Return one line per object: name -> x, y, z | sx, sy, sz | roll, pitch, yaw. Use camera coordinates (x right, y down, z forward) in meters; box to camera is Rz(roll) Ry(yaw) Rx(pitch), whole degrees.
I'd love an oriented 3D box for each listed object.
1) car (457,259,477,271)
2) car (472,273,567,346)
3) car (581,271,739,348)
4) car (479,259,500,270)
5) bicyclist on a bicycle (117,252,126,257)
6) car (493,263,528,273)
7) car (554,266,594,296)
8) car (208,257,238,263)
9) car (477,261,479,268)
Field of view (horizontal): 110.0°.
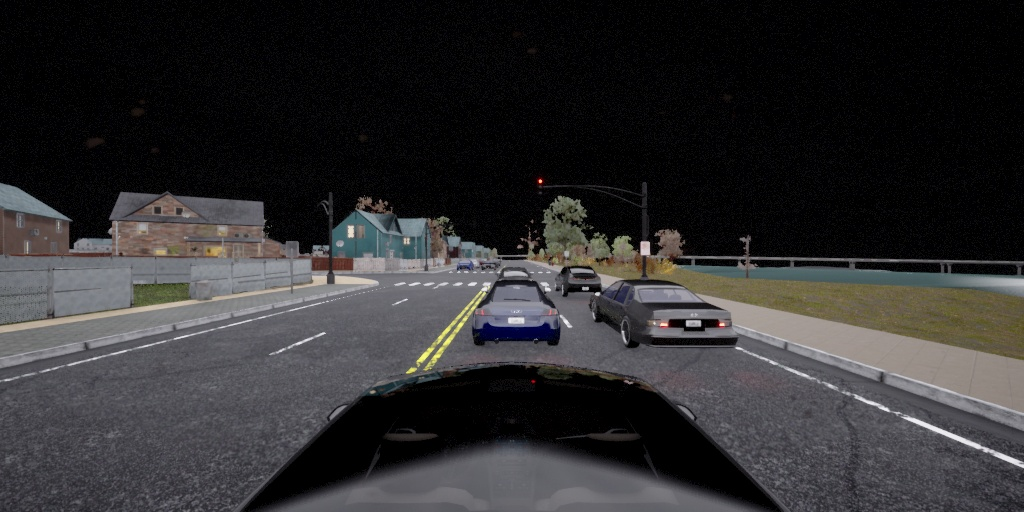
car -> -6.508, 1.255, 50.347 | 1.882, 1.535, 5.008 | 0, 0, 1
car -> 0.108, 1.314, 9.472 | 1.994, 1.385, 4.181 | 0, 0, 0
car -> 3.365, 1.297, 9.160 | 2.033, 1.411, 5.357 | 0, 0, 0
car -> -3.247, 1.343, 51.605 | 1.994, 1.385, 4.181 | 0, 0, 1
bicyclist on a bicycle -> -29.572, 0.544, 27.137 | 0.582, 1.620, 1.656 | 1, 0, -35
car -> 0.113, 1.277, 18.214 | 1.812, 1.442, 4.674 | 0, 0, -2
car -> 3.380, 1.256, 18.906 | 1.837, 1.490, 4.892 | 0, 0, 0
car -> -20.985, 0.852, 26.032 | 4.902, 1.511, 2.128 | 1, -1, -35
car -> -6.480, 1.316, 59.533 | 1.812, 1.442, 4.674 | 0, 0, 0
